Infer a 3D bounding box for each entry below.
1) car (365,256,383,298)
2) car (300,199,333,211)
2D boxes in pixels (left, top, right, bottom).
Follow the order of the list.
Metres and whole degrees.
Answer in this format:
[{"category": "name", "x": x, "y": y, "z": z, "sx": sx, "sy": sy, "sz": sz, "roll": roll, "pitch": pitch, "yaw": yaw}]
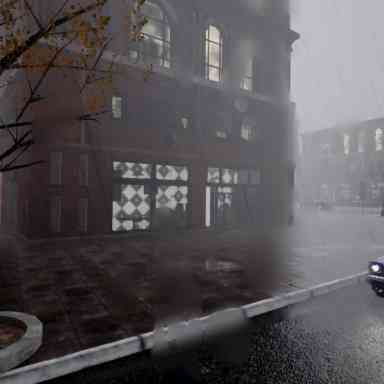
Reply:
[{"category": "car", "x": 5.813, "y": 1.603, "z": 7.350, "sx": 4.718, "sy": 1.301, "sz": 1.895, "roll": 0, "pitch": 0, "yaw": -37}, {"category": "car", "x": 15.548, "y": 1.617, "z": 41.673, "sx": 2.008, "sy": 1.369, "sz": 4.403, "roll": 1, "pitch": -1, "yaw": -28}]
